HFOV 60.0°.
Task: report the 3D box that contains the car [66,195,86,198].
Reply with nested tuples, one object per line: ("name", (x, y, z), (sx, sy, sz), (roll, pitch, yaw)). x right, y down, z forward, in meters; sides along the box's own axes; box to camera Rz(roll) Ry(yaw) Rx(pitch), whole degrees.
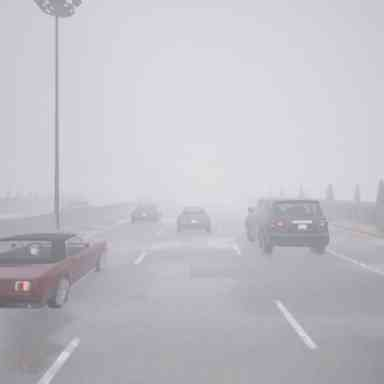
("car", (-14.058, 1.496, 40.804), (2.128, 1.511, 4.902), (0, 0, 0))

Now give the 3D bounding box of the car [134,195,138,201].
("car", (-13.008, 1.527, 82.058), (1.994, 1.385, 4.181), (0, 0, 2))

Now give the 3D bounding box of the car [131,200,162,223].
("car", (-3.395, 1.567, 25.449), (1.994, 1.385, 4.181), (0, 0, 0))

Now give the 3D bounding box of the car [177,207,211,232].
("car", (0.102, 1.566, 20.145), (1.994, 1.385, 4.181), (0, 0, 0))

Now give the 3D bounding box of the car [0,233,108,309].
("car", (-3.401, 1.602, 7.787), (1.895, 1.301, 4.718), (0, 0, 0))

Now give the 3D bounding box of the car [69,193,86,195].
("car", (-17.446, 1.227, 49.869), (2.150, 2.045, 5.566), (0, 0, 1))

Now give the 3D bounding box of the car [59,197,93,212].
("car", (-10.588, 1.508, 30.653), (1.837, 1.490, 4.892), (0, 0, 0))

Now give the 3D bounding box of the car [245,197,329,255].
("car", (3.602, 1.223, 13.533), (2.150, 2.045, 5.566), (0, 0, 0))

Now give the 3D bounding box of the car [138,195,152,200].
("car", (-9.799, 1.507, 71.961), (1.837, 1.490, 4.892), (0, 0, 2))
